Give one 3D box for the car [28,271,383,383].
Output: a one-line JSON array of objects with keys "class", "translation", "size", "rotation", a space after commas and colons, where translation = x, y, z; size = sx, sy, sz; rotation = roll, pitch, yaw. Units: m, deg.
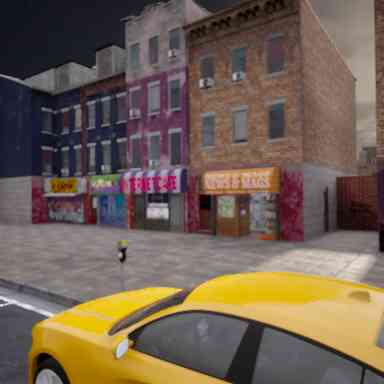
[{"class": "car", "translation": [0.546, 1.486, 2.883], "size": [5.008, 1.535, 1.882], "rotation": [-1, 0, 35]}]
